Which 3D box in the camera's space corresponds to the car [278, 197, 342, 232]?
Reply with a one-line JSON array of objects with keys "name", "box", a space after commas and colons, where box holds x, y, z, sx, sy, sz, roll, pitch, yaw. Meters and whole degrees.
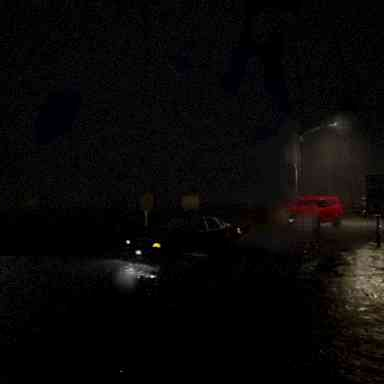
[{"name": "car", "box": [7.779, 1.342, 21.541, 2.150, 2.045, 5.566, -2, -2, 45]}]

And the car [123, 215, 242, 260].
[{"name": "car", "box": [-0.095, 1.659, 13.265, 2.033, 1.411, 5.357, -2, -1, 41]}]

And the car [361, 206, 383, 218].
[{"name": "car", "box": [17.645, 1.638, 31.526, 1.837, 1.490, 4.892, -2, -1, 45]}]
